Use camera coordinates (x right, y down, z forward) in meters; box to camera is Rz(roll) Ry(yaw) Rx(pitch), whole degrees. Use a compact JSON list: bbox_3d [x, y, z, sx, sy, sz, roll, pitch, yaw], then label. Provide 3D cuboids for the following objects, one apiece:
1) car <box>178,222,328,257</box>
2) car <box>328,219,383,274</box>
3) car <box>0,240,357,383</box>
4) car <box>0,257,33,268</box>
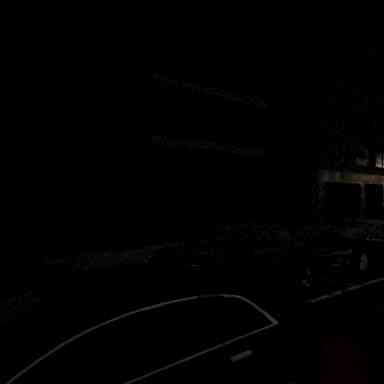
[{"bbox_3d":[0.856,1.442,7.363,4.097,1.590,1.967,0,1,-36],"label":"car"},{"bbox_3d":[5.317,1.556,10.549,4.403,1.369,2.008,0,1,-36],"label":"car"},{"bbox_3d":[-0.864,1.504,2.753,4.892,1.490,1.837,0,0,-35],"label":"car"},{"bbox_3d":[-3.607,1.544,4.179,4.507,1.381,1.887,0,1,-36],"label":"car"}]
